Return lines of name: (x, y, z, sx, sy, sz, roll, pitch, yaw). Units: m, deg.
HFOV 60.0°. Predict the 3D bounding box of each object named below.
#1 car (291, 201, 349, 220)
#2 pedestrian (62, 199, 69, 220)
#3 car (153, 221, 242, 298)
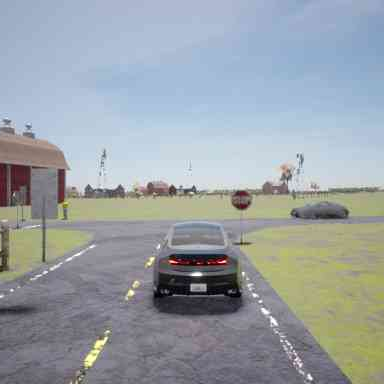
car: (9.866, 1.390, 25.828, 4.181, 1.385, 1.994, -1, 0, -6)
pedestrian: (-11.139, 1.491, 29.265, 0.375, 1.860, 0.375, 0, 0, 4)
car: (0.118, 1.506, 8.520, 1.837, 1.490, 4.892, 0, 0, 0)
